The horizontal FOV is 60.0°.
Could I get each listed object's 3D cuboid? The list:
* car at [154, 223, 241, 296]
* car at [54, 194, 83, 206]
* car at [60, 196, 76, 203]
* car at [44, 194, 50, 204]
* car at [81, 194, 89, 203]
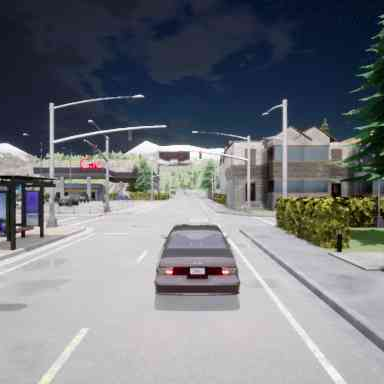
[{"bbox_3d":[0.105,1.547,8.828,2.033,1.411,5.357,0,0,0],"label":"car"},{"bbox_3d":[-18.896,1.490,51.033,2.007,1.523,4.514,0,0,0],"label":"car"},{"bbox_3d":[-25.916,1.552,69.508,1.970,1.475,3.806,0,0,0],"label":"car"},{"bbox_3d":[-25.859,1.289,61.029,1.932,1.855,4.605,0,0,0],"label":"car"},{"bbox_3d":[-22.590,1.268,68.904,1.905,1.878,3.866,0,0,0],"label":"car"}]
